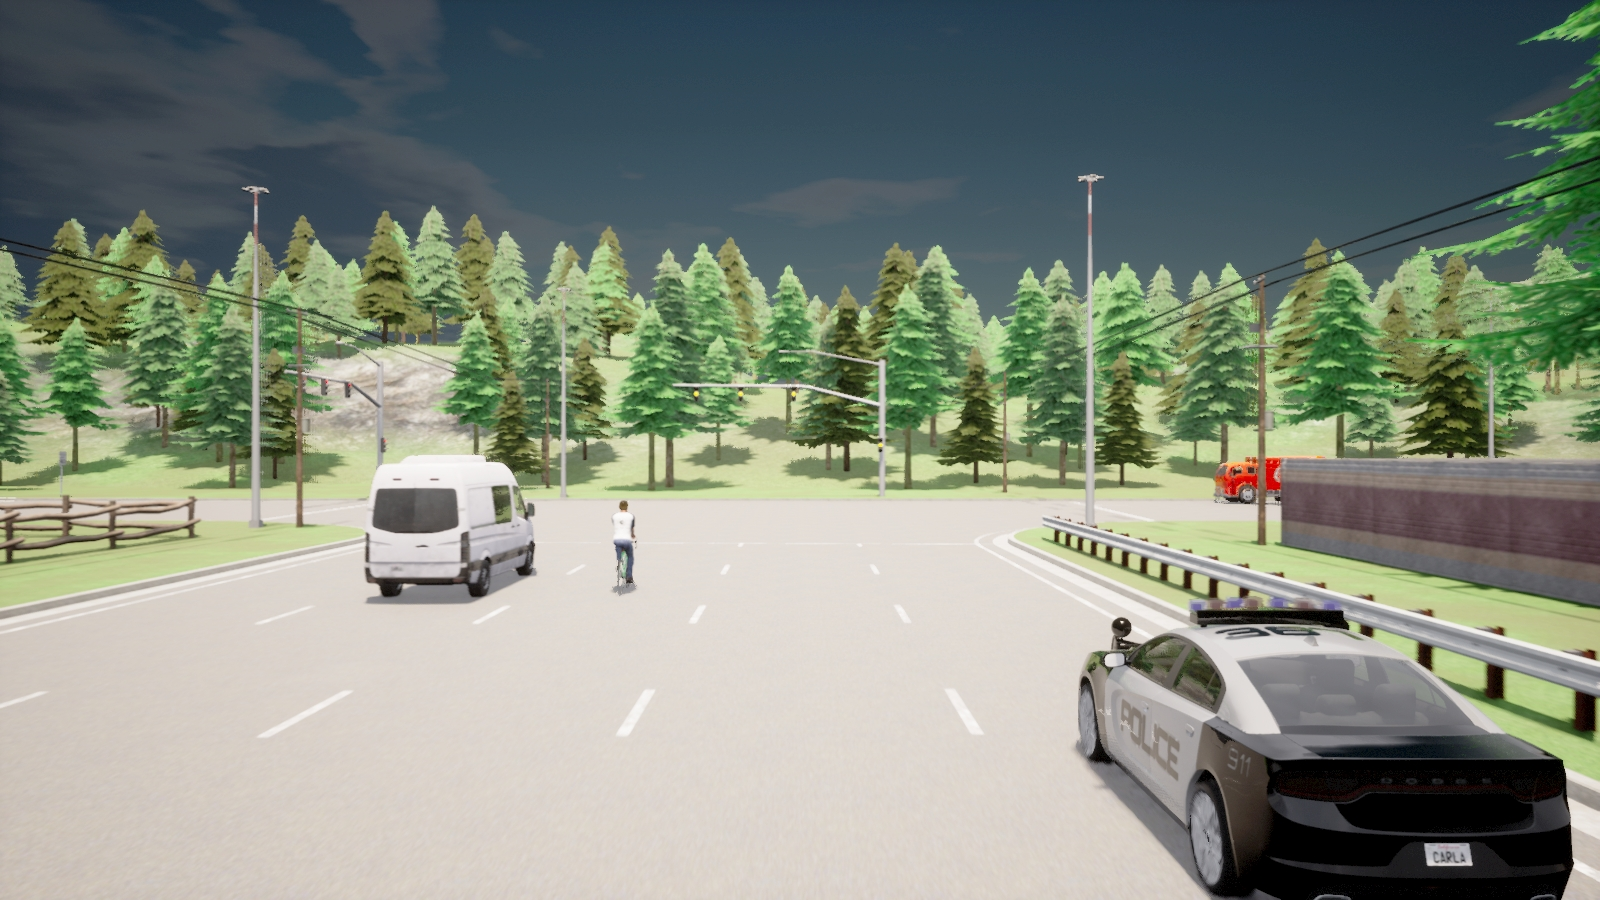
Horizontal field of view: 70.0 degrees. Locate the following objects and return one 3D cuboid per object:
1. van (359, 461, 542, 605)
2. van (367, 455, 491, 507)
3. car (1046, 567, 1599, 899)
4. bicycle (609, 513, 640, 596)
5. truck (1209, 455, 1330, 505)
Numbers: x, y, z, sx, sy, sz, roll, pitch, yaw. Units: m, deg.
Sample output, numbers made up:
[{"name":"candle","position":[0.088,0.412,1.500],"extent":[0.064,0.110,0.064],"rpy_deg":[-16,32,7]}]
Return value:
[{"name":"van","position":[-6.993,1.534,23.647],"extent":[1.988,2.561,5.915],"rpy_deg":[0,0,0]},{"name":"van","position":[-18.962,1.535,58.404],"extent":[5.915,2.561,1.988],"rpy_deg":[0,0,16]},{"name":"car","position":[3.501,1.982,8.756],"extent":[2.097,1.638,5.238],"rpy_deg":[0,0,0]},{"name":"bicycle","position":[-3.498,2.056,22.824],"extent":[0.373,1.496,1.643],"rpy_deg":[0,0,0]},{"name":"truck","position":[24.448,1.556,59.657],"extent":[5.204,2.467,2.627],"rpy_deg":[-1,0,1]}]
